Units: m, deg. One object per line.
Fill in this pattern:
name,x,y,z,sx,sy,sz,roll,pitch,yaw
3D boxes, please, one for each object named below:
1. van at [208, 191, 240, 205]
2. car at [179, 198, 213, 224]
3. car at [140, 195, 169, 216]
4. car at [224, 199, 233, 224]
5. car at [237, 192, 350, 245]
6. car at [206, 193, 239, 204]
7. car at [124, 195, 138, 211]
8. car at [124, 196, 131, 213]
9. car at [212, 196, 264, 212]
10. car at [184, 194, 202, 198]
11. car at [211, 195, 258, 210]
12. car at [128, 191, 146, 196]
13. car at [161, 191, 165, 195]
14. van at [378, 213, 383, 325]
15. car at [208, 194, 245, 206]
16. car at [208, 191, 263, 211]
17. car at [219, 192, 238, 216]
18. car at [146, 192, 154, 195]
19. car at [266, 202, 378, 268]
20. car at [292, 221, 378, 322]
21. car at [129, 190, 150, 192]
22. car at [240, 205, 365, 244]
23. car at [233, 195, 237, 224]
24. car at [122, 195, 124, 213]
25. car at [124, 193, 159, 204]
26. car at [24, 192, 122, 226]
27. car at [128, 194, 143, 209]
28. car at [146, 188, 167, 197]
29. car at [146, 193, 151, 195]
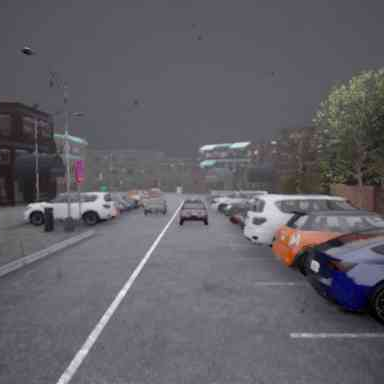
van,4.546,0.830,48.238,4.442,1.987,1.878,0,1,0
car,0.108,1.350,22.682,2.033,1.411,5.357,0,0,0
car,-3.090,1.251,29.238,1.837,1.490,4.892,0,0,0
car,4.625,1.332,20.310,4.792,1.488,2.163,0,0,0
car,4.680,1.124,11.926,5.566,2.045,2.435,0,0,0
car,4.657,1.005,51.049,4.892,1.521,2.231,0,2,0
car,-7.669,1.258,30.175,4.674,1.452,2.002,0,0,0
car,-7.670,1.285,27.112,4.674,1.452,2.002,0,0,0
car,4.653,1.182,34.276,5.008,1.535,2.097,0,1,0
car,0.111,1.001,40.371,2.097,1.767,4.553,0,0,0
car,4.666,1.159,37.069,4.892,1.521,2.231,0,0,0
car,-7.702,1.042,36.050,4.553,1.767,2.185,0,0,0
car,-7.637,0.690,53.577,5.566,2.045,2.435,0,1,0
van,4.767,1.222,3.544,4.442,1.987,1.878,0,0,0
car,4.668,1.087,45.447,4.892,1.521,2.231,0,1,0
car,4.630,0.955,31.479,5.566,2.045,2.435,0,0,0
car,4.688,1.128,26.018,4.553,1.767,2.185,0,0,0
car,-7.854,1.113,41.927,5.366,1.575,1.946,0,1,0
car,4.621,1.274,9.132,4.553,1.767,2.185,0,0,0
car,4.679,1.453,6.342,4.792,1.488,2.163,0,0,0
car,-7.637,0.935,47.807,4.553,1.767,2.185,0,1,0
car,4.683,1.381,14.720,4.792,1.488,2.163,0,1,0
car,4.686,1.202,17.512,4.553,1.767,2.185,0,0,0
car,-7.643,1.144,24.173,4.553,1.767,2.185,0,0,0
car,-7.672,1.014,50.638,5.008,1.535,2.097,0,1,0
car,-7.703,1.043,21.359,5.566,2.045,2.435,0,1,0
car,-7.701,1.222,33.114,4.792,1.488,2.163,0,0,0
car,-7.544,0.114,70.582,2.128,1.511,4.902,-3,5,-39
car,-7.676,1.144,38.864,4.892,1.521,2.231,0,0,0
